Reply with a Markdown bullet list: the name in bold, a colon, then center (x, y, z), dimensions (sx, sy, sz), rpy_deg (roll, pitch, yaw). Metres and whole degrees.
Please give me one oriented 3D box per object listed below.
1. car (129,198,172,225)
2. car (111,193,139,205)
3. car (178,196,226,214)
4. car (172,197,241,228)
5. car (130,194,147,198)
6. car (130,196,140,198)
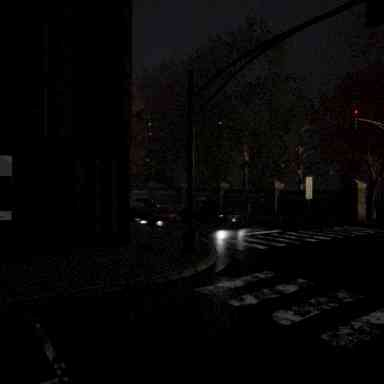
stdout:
- **car**: center (-2.612, 1.257, 20.983), dimensions (1.802, 1.307, 4.206), rpy_deg (2, 0, -36)
- **car**: center (-8.866, 0.864, 43.817), dimensions (2.008, 1.369, 4.403), rpy_deg (1, 0, -36)
- **car**: center (0.809, 1.129, 30.524), dimensions (1.752, 1.417, 4.829), rpy_deg (1, 0, -36)
- **car**: center (0.967, 1.255, 20.448), dimensions (1.812, 1.442, 4.674), rpy_deg (0, 1, -36)
- **car**: center (-4.394, 1.093, 27.820), dimensions (1.812, 1.442, 4.674), rpy_deg (0, 1, -36)
- **car**: center (-5.870, 1.158, 25.459), dimensions (1.802, 1.307, 4.206), rpy_deg (2, 0, -36)
